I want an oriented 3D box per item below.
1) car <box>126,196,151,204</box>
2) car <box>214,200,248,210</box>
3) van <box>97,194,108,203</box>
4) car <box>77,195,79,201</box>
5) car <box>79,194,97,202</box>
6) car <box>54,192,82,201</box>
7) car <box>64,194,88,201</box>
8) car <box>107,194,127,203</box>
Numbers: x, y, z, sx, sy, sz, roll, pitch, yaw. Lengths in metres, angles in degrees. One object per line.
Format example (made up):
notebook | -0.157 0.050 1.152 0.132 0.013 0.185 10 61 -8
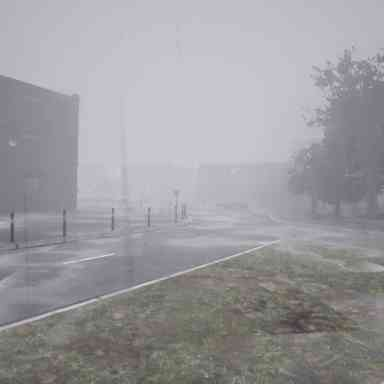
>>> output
car | -10.111 1.764 66.296 2.163 1.488 4.792 1 -1 31
car | 5.870 1.968 50.120 5.008 1.535 1.882 1 -1 20
van | -17.276 1.353 70.560 1.878 1.987 4.442 1 -1 31
car | -24.348 1.390 74.987 2.097 1.535 5.008 2 0 31
car | -21.845 1.333 73.510 2.185 1.767 4.553 2 0 31
car | -28.961 1.011 77.842 2.435 2.045 5.566 2 0 31
car | -26.609 1.329 76.377 2.231 1.521 4.892 2 0 31
car | -14.718 1.514 69.174 2.185 1.767 4.553 1 -1 31
